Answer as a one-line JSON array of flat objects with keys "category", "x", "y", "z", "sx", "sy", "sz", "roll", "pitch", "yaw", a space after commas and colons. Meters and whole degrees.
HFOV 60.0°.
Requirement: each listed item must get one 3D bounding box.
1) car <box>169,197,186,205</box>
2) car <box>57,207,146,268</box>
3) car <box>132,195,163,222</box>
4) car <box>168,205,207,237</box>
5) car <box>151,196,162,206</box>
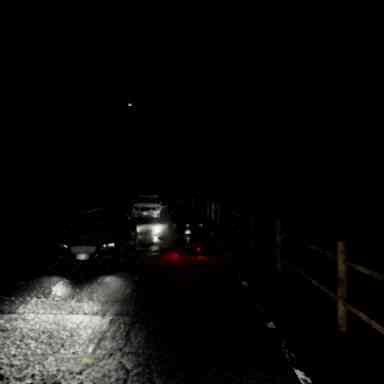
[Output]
[{"category": "car", "x": -1.878, "y": 1.415, "z": 43.718, "sx": 2.097, "sy": 1.767, "sz": 4.553, "roll": 0, "pitch": 0, "yaw": -5}, {"category": "car", "x": -3.035, "y": 1.503, "z": 11.499, "sx": 2.128, "sy": 1.511, "sz": 4.902, "roll": 0, "pitch": 0, "yaw": -1}, {"category": "car", "x": -3.554, "y": 1.252, "z": 27.144, "sx": 2.150, "sy": 2.045, "sz": 5.566, "roll": 0, "pitch": -1, "yaw": -3}, {"category": "car", "x": -0.285, "y": 1.613, "z": 18.050, "sx": 1.895, "sy": 1.301, "sz": 4.718, "roll": 0, "pitch": 0, "yaw": -2}, {"category": "car", "x": -6.171, "y": 1.579, "z": 57.731, "sx": 1.882, "sy": 1.535, "sz": 5.008, "roll": 0, "pitch": 0, "yaw": -6}]
